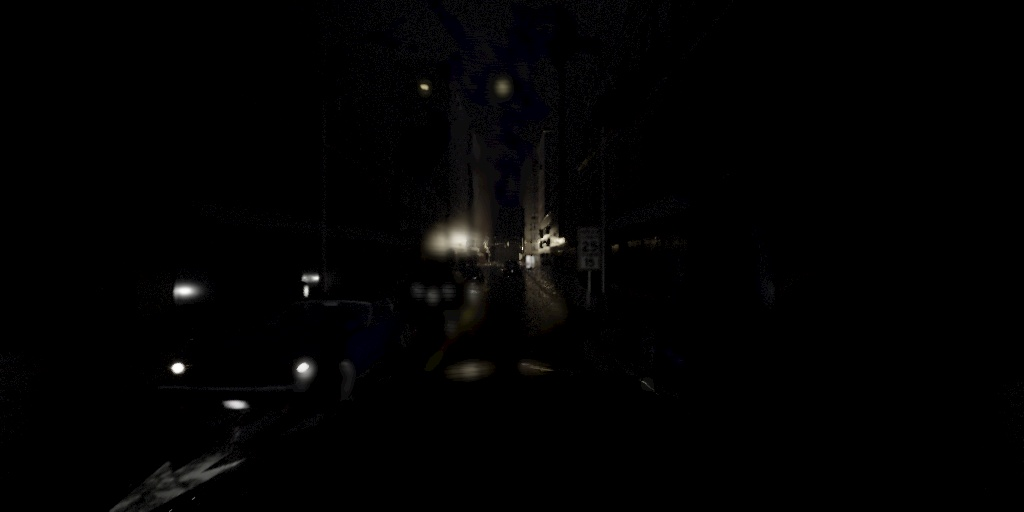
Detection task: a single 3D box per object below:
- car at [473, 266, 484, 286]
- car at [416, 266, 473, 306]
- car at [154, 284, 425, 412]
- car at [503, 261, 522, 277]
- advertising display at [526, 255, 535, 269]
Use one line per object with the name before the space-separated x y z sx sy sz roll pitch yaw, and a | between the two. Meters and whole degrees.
car | -3.117 1.433 26.986 2.033 1.411 5.357 0 0 0
car | -3.113 1.334 16.483 1.837 1.490 4.892 0 0 0
car | -3.104 1.375 6.243 1.895 1.301 4.718 0 0 0
car | 0.058 1.510 38.448 1.994 1.385 4.181 0 0 1
advertising display | 3.080 1.081 60.027 1.540 2.440 0.280 0 0 0
